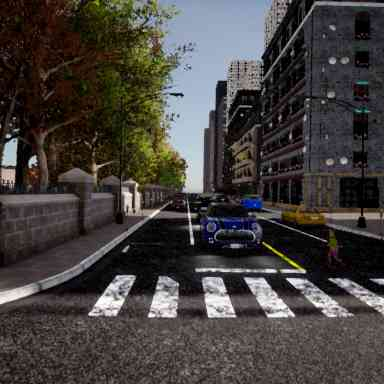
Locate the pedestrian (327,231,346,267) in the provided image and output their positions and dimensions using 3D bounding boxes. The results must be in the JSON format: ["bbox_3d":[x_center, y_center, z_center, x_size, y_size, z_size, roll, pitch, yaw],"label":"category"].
[{"bbox_3d":[4.139,1.630,9.661,0.500,1.100,0.500,1,0,-1],"label":"pedestrian"}]

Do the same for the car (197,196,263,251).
[{"bbox_3d":[1.439,1.237,13.553,2.097,1.767,4.553,1,0,-1],"label":"car"}]

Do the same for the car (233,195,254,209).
[{"bbox_3d":[6.729,1.260,43.606,1.967,1.590,4.097,1,0,-1],"label":"car"}]

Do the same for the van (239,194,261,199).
[{"bbox_3d":[6.824,1.192,38.067,1.690,1.788,3.998,1,0,-1],"label":"van"}]

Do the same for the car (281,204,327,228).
[{"bbox_3d":[7.094,1.470,21.624,1.752,1.417,4.829,1,0,-1],"label":"car"}]

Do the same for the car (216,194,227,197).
[{"bbox_3d":[4.082,1.107,46.709,2.097,1.767,4.553,1,0,0],"label":"car"}]

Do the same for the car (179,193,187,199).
[{"bbox_3d":[-2.394,0.996,87.765,1.947,1.339,4.313,1,0,-1],"label":"car"}]

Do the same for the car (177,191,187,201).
[{"bbox_3d":[-2.110,0.832,71.150,2.192,1.841,5.009,1,0,-1],"label":"car"}]

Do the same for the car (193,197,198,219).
[{"bbox_3d":[1.266,1.353,23.595,1.812,1.442,4.674,1,0,-1],"label":"car"}]

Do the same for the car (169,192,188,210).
[{"bbox_3d":[-1.556,1.138,37.924,1.967,1.590,4.097,1,0,-1],"label":"car"}]

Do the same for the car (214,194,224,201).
[{"bbox_3d":[6.169,1.191,76.833,2.008,1.369,4.403,1,0,-1],"label":"car"}]

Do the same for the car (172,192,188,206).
[{"bbox_3d":[-1.739,0.951,48.999,2.192,1.841,5.009,1,0,-1],"label":"car"}]

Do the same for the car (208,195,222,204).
[{"bbox_3d":[3.912,1.301,56.752,1.895,1.301,4.718,1,0,-1],"label":"car"}]
